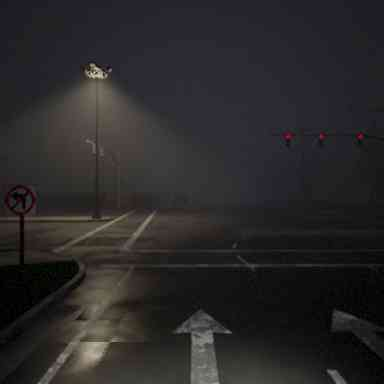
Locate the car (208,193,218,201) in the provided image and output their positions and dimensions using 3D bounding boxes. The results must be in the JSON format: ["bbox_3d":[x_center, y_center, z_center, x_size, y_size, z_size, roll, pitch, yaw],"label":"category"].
[{"bbox_3d":[5.354,1.239,84.109,2.097,1.767,4.553,0,0,0],"label":"car"}]

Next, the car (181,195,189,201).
[{"bbox_3d":[-1.646,1.479,84.204,1.895,1.301,4.718,0,0,0],"label":"car"}]

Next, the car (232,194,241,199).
[{"bbox_3d":[12.399,1.210,93.275,1.837,1.490,4.892,0,0,0],"label":"car"}]

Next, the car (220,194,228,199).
[{"bbox_3d":[8.899,1.263,93.292,1.994,1.385,4.181,0,0,0],"label":"car"}]

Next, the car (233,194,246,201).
[{"bbox_3d":[12.354,1.361,84.105,1.882,1.535,5.008,0,0,0],"label":"car"}]

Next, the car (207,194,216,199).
[{"bbox_3d":[5.399,1.235,93.309,2.128,1.511,4.902,0,0,0],"label":"car"}]

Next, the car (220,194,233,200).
[{"bbox_3d":[8.858,1.239,84.892,2.097,1.767,4.553,0,0,0],"label":"car"}]

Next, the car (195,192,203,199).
[{"bbox_3d":[1.899,0.935,93.356,2.150,2.045,5.566,0,0,0],"label":"car"}]

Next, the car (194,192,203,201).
[{"bbox_3d":[1.852,1.361,83.740,1.882,1.535,5.008,0,0,0],"label":"car"}]

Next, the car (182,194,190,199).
[{"bbox_3d":[-1.601,1.235,93.344,2.128,1.511,4.902,0,0,0],"label":"car"}]

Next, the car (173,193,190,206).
[{"bbox_3d":[-1.802,1.152,52.341,2.150,2.045,5.566,0,0,0],"label":"car"}]
